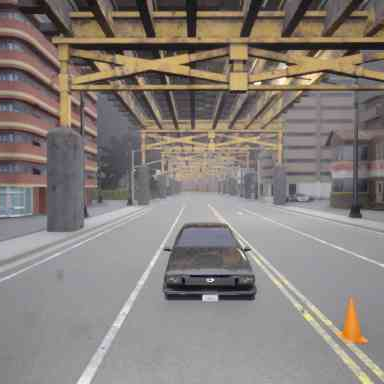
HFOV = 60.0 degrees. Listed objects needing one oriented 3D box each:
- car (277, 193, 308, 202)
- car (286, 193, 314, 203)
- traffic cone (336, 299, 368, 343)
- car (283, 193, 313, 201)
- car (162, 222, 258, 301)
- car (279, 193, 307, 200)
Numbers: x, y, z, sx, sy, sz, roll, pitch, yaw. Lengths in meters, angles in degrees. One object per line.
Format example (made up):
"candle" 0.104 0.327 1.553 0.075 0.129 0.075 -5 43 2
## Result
"car" 17.831 0.959 58.984 4.974 1.542 2.038 0 1 25
"car" 17.482 1.006 54.827 4.974 1.542 2.038 0 1 -20
"traffic cone" 2.455 1.949 5.111 0.340 0.580 0.340 0 0 0
"car" 17.531 0.848 54.843 4.536 1.218 1.853 0 1 -20
"car" 0.364 1.533 8.719 2.033 1.411 5.357 0 0 1
"car" 17.878 0.801 58.960 4.536 1.218 1.853 0 1 25
